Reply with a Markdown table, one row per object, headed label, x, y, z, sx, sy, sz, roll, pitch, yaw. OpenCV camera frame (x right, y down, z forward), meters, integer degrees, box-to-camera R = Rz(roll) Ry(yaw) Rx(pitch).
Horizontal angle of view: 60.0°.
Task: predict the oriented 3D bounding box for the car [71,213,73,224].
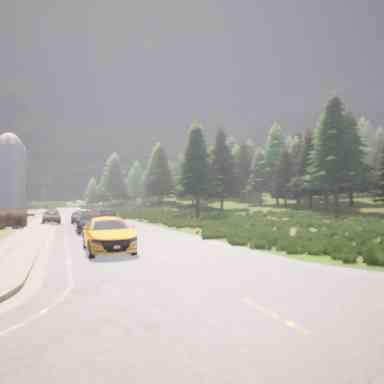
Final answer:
| label | x | y | z | sx | sy | sz | roll | pitch | yaw |
| --- | --- | --- | --- | --- | --- | --- | --- | --- | --- |
| car | -11.829 | 2.656 | 35.543 | 1.994 | 1.385 | 4.181 | -1 | -2 | -21 |

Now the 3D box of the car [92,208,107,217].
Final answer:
| label | x | y | z | sx | sy | sz | roll | pitch | yaw |
| --- | --- | --- | --- | --- | --- | --- | --- | --- | --- |
| car | -14.895 | 3.234 | 53.272 | 1.895 | 1.301 | 4.718 | -1 | -2 | -21 |

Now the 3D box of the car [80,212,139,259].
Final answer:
| label | x | y | z | sx | sy | sz | roll | pitch | yaw |
| --- | --- | --- | --- | --- | --- | --- | --- | --- | --- |
| car | -3.669 | 1.841 | 14.583 | 1.882 | 1.535 | 5.008 | -1 | -2 | -21 |

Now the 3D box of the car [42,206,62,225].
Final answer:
| label | x | y | z | sx | sy | sz | roll | pitch | yaw |
| --- | --- | --- | --- | --- | --- | --- | --- | --- | --- |
| car | -14.709 | 2.589 | 34.984 | 1.816 | 1.474 | 4.193 | 6 | -4 | -23 |

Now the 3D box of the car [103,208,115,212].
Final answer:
| label | x | y | z | sx | sy | sz | roll | pitch | yaw |
| --- | --- | --- | --- | --- | --- | --- | --- | --- | --- |
| car | -11.166 | 2.796 | 43.838 | 2.128 | 1.511 | 4.902 | -1 | -2 | -21 |

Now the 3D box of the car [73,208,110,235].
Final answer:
| label | x | y | z | sx | sy | sz | roll | pitch | yaw |
| --- | --- | --- | --- | --- | --- | --- | --- | --- | --- |
| car | -7.422 | 2.203 | 24.207 | 1.837 | 1.490 | 4.892 | -1 | -2 | -21 |
